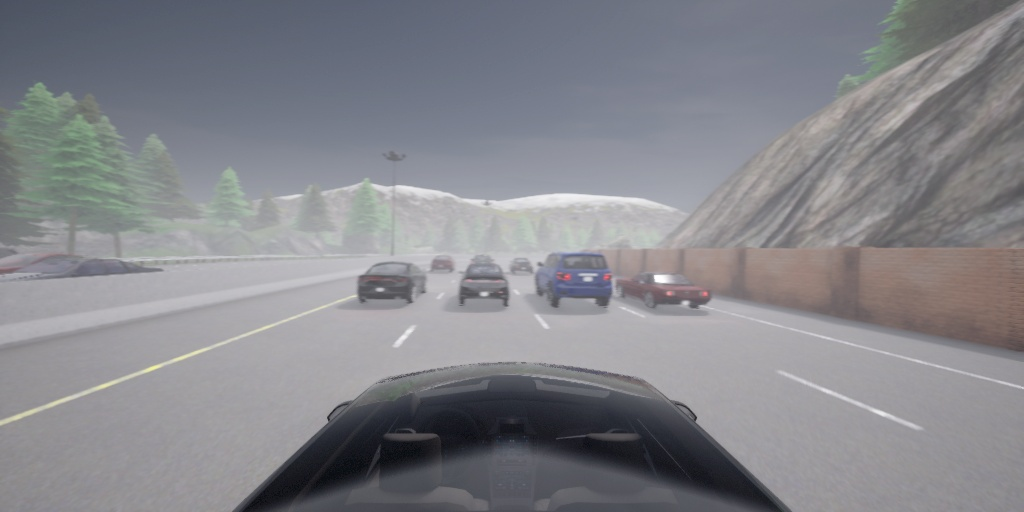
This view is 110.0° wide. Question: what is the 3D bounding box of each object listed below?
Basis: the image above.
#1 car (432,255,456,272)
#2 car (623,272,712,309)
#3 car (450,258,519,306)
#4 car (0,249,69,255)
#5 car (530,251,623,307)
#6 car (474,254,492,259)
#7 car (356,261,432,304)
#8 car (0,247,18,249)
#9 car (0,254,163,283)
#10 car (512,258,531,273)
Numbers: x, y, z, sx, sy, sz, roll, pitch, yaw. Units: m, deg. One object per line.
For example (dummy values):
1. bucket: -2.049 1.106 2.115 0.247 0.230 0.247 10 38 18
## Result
1. car: -6.209 0.645 32.773 1.882 1.535 5.008 1 1 -5
2. car: 5.869 1.308 14.712 1.895 1.301 4.718 1 1 -5
3. car: -1.132 1.036 14.461 2.128 1.511 4.902 1 1 -5
4. car: -18.875 0.602 14.281 1.882 1.535 5.008 1 1 -5
5. car: 2.350 0.843 14.863 2.150 2.045 5.566 1 1 -5
6. car: -2.568 0.627 31.217 2.097 1.767 4.553 1 1 -5
7. car: -4.651 0.937 14.534 1.882 1.535 5.008 1 1 -5
8. car: -22.373 0.395 14.177 2.097 1.767 4.553 1 1 -5
9. car: -15.221 0.783 12.574 2.033 1.411 5.357 1 1 -5
10. car: 0.800 0.858 32.876 1.812 1.442 4.674 1 1 -5
